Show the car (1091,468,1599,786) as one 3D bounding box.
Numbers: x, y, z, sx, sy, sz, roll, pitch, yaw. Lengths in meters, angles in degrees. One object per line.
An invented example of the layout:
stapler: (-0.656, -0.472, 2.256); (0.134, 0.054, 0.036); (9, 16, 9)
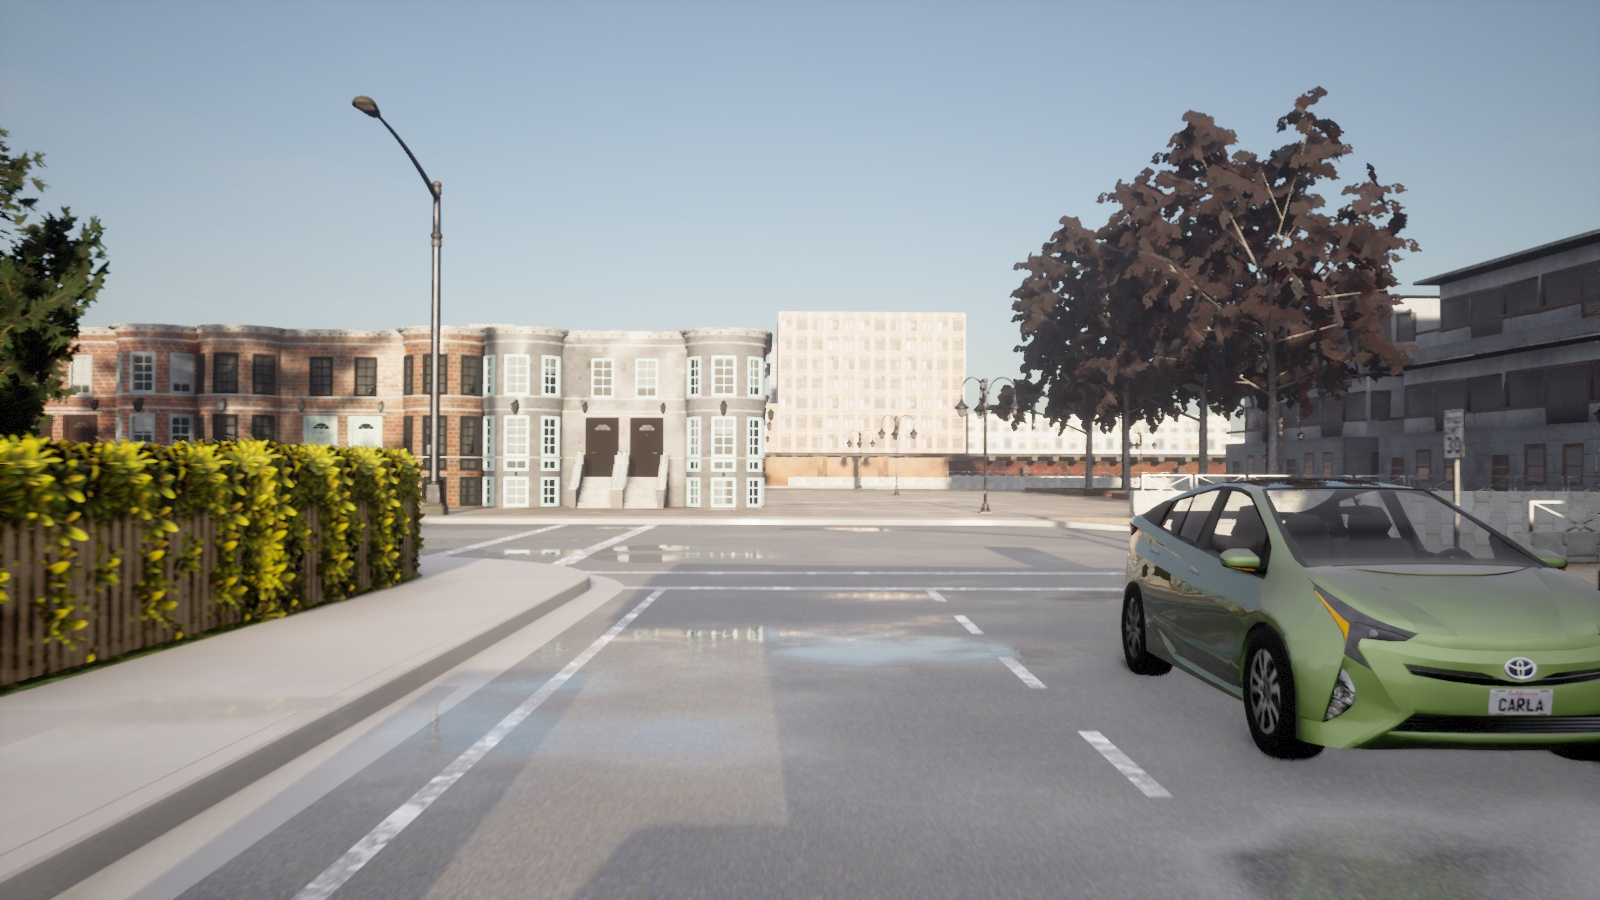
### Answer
car: (3.475, 0.887, 8.316); (2.007, 1.525, 4.514); (0, -1, 0)
